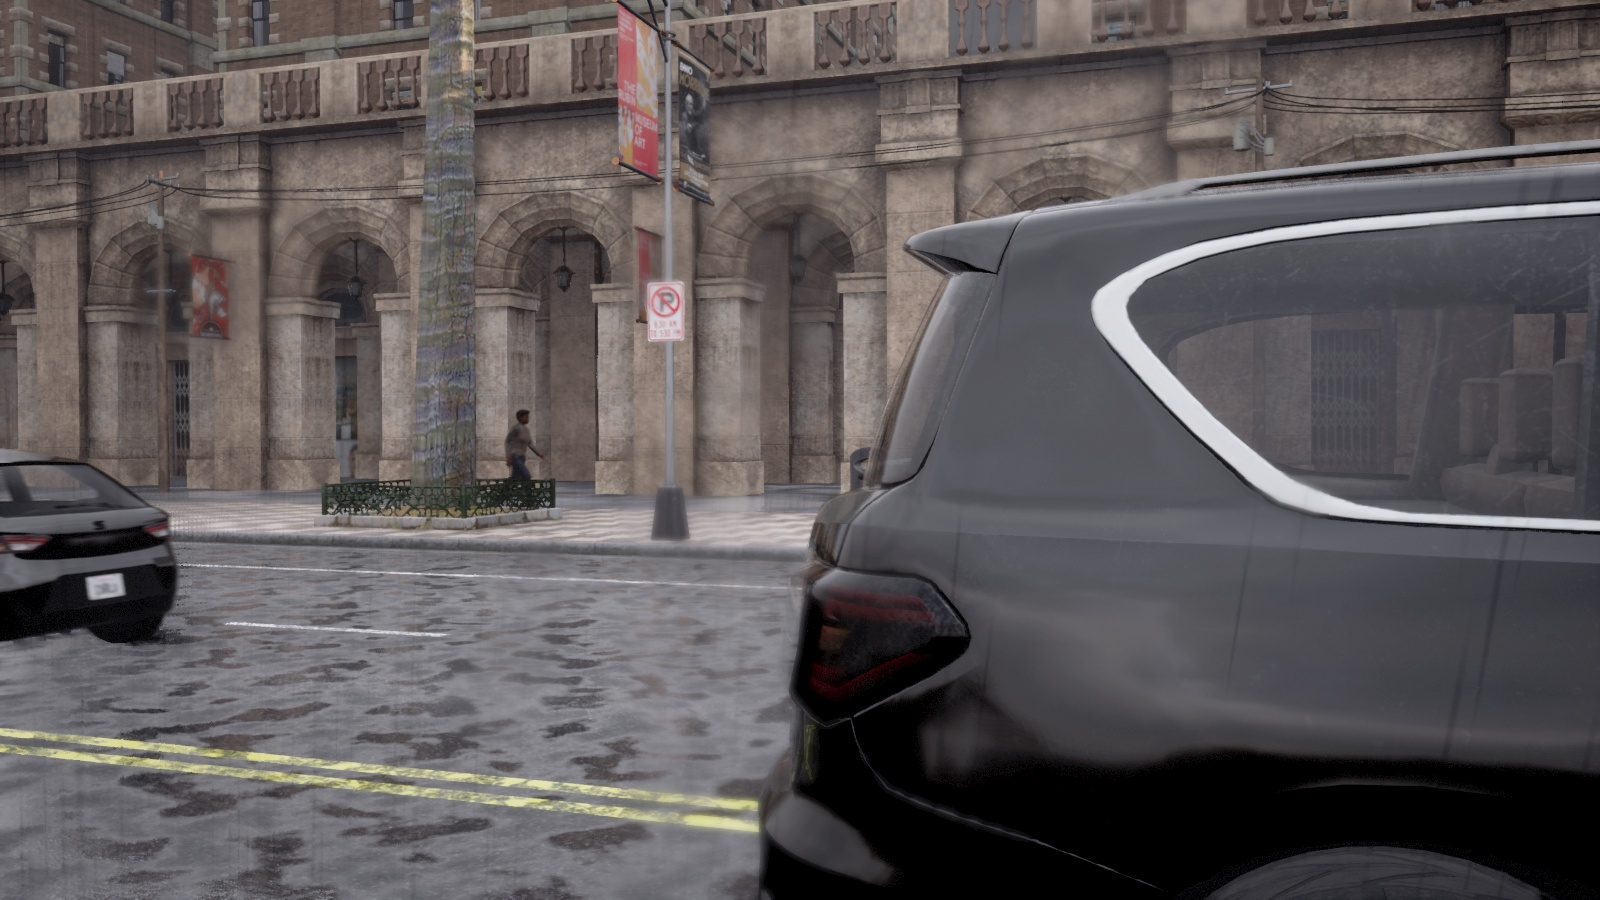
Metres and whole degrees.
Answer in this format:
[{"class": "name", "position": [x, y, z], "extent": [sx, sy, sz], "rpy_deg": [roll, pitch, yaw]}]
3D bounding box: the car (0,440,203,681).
[{"class": "car", "position": [-6.715, 0.669, 9.147], "extent": [4.193, 1.474, 1.816], "rpy_deg": [1, 1, 19]}]

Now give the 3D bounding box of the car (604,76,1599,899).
[{"class": "car", "position": [2.642, 0.519, 2.301], "extent": [5.566, 2.045, 2.150], "rpy_deg": [1, 1, 19]}]

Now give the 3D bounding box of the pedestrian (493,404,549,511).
[{"class": "pedestrian", "position": [-4.747, 0.123, 21.384], "extent": [0.869, 1.805, 0.328], "rpy_deg": [0, 1, 13]}]
